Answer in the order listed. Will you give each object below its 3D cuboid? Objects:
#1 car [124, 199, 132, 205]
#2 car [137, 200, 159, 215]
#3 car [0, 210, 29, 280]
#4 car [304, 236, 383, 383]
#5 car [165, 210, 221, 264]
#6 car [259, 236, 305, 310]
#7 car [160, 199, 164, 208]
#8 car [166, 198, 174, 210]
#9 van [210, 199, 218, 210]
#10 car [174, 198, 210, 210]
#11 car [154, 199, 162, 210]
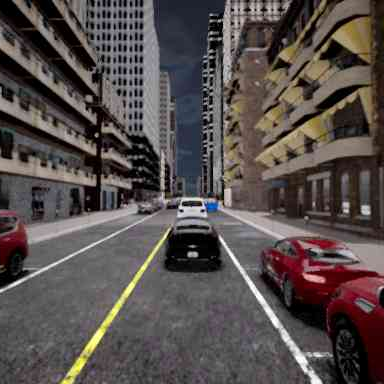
[{"bbox_3d":[-16.517,2.376,80.156,4.097,1.590,1.967,0,-2,0],"label":"car"},{"bbox_3d":[-5.657,2.001,40.893,2.008,1.369,4.403,1,-1,0],"label":"car"},{"bbox_3d":[-5.675,1.401,7.656,2.192,1.841,5.009,1,-1,0],"label":"car"},{"bbox_3d":[2.707,1.341,2.171,2.192,1.841,5.009,1,-1,0],"label":"car"},{"bbox_3d":[0.038,1.644,12.407,1.837,1.490,4.892,0,0,0],"label":"car"},{"bbox_3d":[2.701,1.669,7.708,1.802,1.307,4.206,1,-1,0],"label":"car"},{"bbox_3d":[-5.661,2.137,51.973,1.947,1.339,4.313,1,-1,0],"label":"car"},{"bbox_3d":[-3.087,2.149,53.189,1.994,1.385,4.181,0,-1,0],"label":"car"},{"bbox_3d":[2.693,1.853,46.491,1.690,1.788,3.998,1,-1,0],"label":"van"},{"bbox_3d":[0.024,1.513,26.239,2.150,2.045,5.566,0,0,0],"label":"car"},{"bbox_3d":[-5.659,2.093,46.433,1.802,1.307,4.206,1,-1,0],"label":"car"}]
